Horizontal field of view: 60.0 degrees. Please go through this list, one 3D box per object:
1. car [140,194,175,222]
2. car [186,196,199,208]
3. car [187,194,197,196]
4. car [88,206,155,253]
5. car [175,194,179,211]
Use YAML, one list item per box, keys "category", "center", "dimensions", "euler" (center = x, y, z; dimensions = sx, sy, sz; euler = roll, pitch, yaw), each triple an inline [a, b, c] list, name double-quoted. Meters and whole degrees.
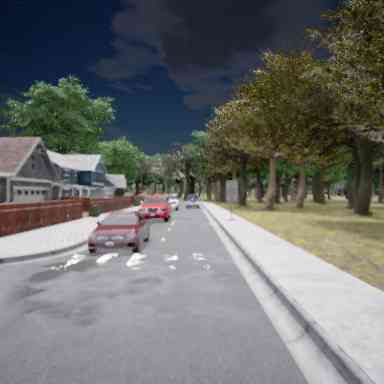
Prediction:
- category: "car"
  center: [-2.835, 1.245, 26.754]
  dimensions: [2.150, 2.045, 5.566]
  euler: [0, 1, 0]
- category: "car"
  center: [0.103, 1.684, 48.641]
  dimensions: [1.895, 1.301, 4.718]
  euler: [0, 0, 0]
- category: "car"
  center: [0.022, 1.341, 61.931]
  dimensions: [2.150, 2.045, 5.566]
  euler: [0, 0, -2]
- category: "car"
  center: [-2.851, 1.537, 13.837]
  dimensions: [1.812, 1.442, 4.674]
  euler: [0, 0, 0]
- category: "car"
  center: [-2.831, 1.287, 42.601]
  dimensions: [2.150, 2.045, 5.566]
  euler: [0, 0, 1]
